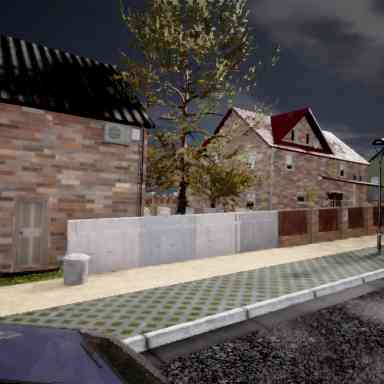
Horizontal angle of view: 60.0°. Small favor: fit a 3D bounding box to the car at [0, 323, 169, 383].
[{"bbox_3d":[-2.029,1.563,1.627,4.181,1.385,1.994,0,0,-35],"label":"car"}]
